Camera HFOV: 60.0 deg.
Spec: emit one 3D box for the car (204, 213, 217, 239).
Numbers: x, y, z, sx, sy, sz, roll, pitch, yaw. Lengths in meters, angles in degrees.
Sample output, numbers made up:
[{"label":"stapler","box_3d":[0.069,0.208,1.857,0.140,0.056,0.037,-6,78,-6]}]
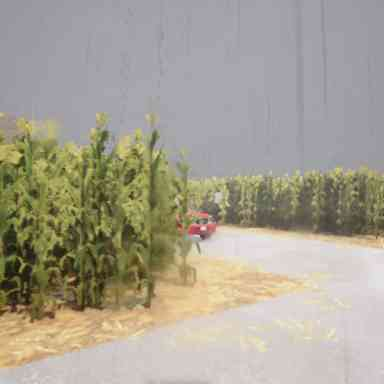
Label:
[{"label":"car","box_3d":[-1.061,1.388,17.861,2.150,2.045,5.566,1,-1,-36]}]
